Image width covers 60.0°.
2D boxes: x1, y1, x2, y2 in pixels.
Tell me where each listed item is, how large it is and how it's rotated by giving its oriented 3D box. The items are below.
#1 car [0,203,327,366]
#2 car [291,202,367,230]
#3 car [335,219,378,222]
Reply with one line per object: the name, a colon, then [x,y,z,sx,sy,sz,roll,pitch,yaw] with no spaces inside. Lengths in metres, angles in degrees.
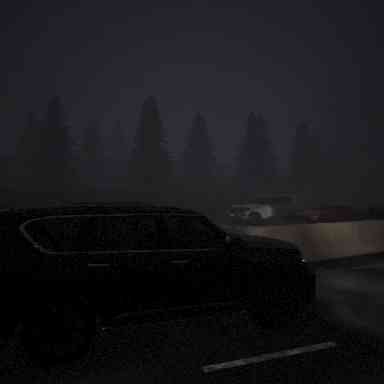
car: [-0.619,1.218,5.766,5.566,2.045,2.150,0,0,-20]
car: [8.998,1.468,21.756,5.008,1.535,1.882,0,0,-29]
car: [10.091,1.555,18.407,4.181,1.385,1.994,0,0,-28]
